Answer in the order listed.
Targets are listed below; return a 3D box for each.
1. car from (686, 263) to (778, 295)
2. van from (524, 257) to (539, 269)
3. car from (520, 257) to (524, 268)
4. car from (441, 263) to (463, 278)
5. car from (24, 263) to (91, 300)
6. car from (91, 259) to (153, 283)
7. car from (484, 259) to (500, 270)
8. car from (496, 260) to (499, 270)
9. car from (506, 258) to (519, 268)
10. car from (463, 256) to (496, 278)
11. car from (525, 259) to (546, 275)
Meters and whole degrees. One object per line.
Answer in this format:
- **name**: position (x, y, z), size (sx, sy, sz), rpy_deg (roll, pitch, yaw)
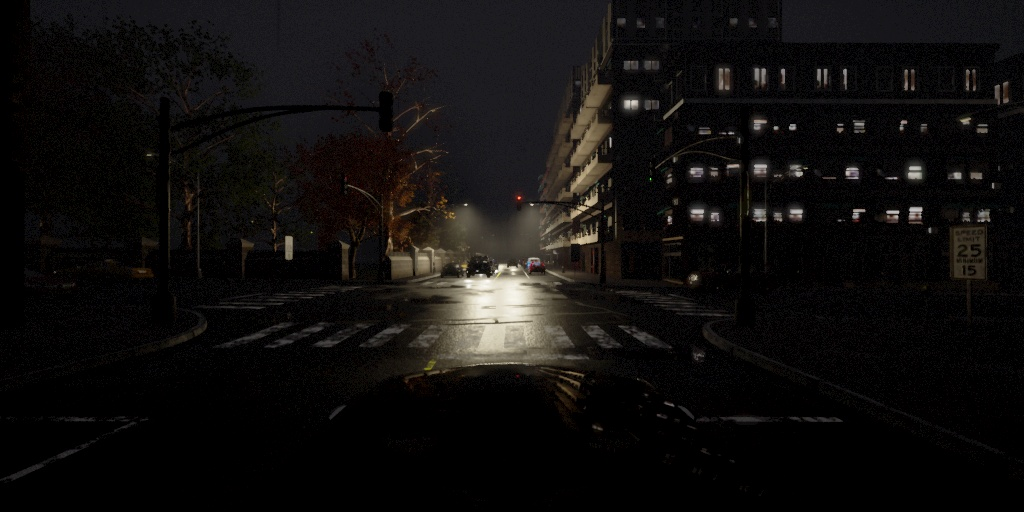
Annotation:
- **car**: position (13.479, 1.353, 21.998), size (5.009, 1.841, 2.192), rpy_deg (0, 0, 0)
- **van**: position (2.756, 1.116, 45.615), size (1.690, 1.789, 3.998), rpy_deg (0, 0, 0)
- **car**: position (2.772, 1.230, 56.875), size (1.967, 1.591, 4.097), rpy_deg (0, 0, 0)
- **car**: position (-5.642, 1.330, 34.367), size (1.948, 1.339, 4.313), rpy_deg (0, 0, 0)
- **car**: position (-18.945, 1.007, 13.356), size (4.207, 1.307, 1.802), rpy_deg (0, 0, 0)
- **car**: position (-24.714, 0.882, 21.690), size (4.829, 1.417, 1.751), rpy_deg (0, 0, 0)
- **car**: position (-3.010, 1.279, 55.005), size (2.128, 1.511, 4.902), rpy_deg (0, 0, 0)
- **car**: position (-3.034, 1.322, 44.906), size (2.033, 1.411, 5.357), rpy_deg (0, 0, 0)
- **car**: position (0.090, 1.304, 62.659), size (1.837, 1.490, 4.892), rpy_deg (0, 0, 0)
- **car**: position (-3.037, 0.986, 34.654), size (2.150, 2.045, 5.566), rpy_deg (0, 0, 1)
- **car**: position (2.747, 1.314, 39.985), size (1.888, 1.381, 4.507), rpy_deg (0, 0, 0)
